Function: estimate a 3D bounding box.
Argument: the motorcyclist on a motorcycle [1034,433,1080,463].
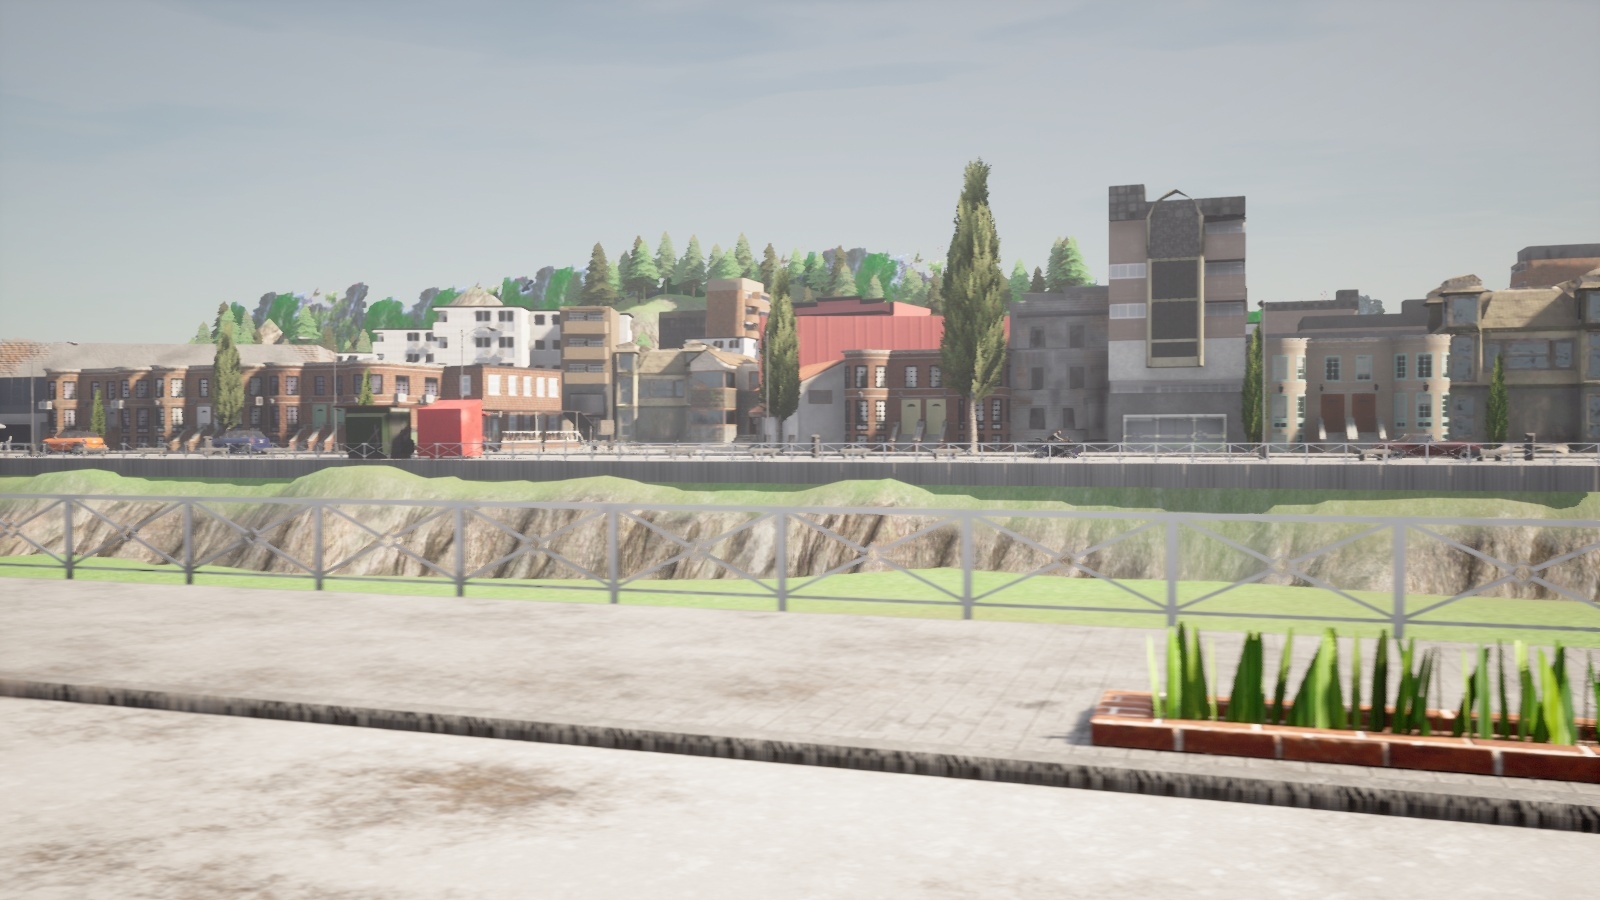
[{"bbox_3d":[13.185,-0.120,64.396,2.191,1.530,0.866,1,1,19],"label":"motorcyclist on a motorcycle"}]

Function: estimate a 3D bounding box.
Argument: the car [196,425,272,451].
[{"bbox_3d":[-38.800,-0.840,86.084,4.553,1.767,2.097,1,1,19],"label":"car"}]

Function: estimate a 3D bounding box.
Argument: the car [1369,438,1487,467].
[{"bbox_3d":[29.418,0.094,58.940,4.718,1.301,1.895,1,1,19],"label":"car"}]
